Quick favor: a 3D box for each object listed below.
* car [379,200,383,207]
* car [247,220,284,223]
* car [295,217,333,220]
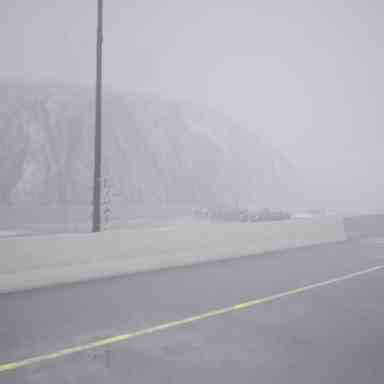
[{"bbox_3d":[33.767,1.979,57.201,4.553,1.767,2.097,1,-1,-43],"label":"car"},{"bbox_3d":[6.053,1.962,27.013,4.718,1.301,1.895,1,-1,-42],"label":"car"},{"bbox_3d":[9.285,1.905,25.212,4.674,1.442,1.812,1,-1,-42],"label":"car"}]
